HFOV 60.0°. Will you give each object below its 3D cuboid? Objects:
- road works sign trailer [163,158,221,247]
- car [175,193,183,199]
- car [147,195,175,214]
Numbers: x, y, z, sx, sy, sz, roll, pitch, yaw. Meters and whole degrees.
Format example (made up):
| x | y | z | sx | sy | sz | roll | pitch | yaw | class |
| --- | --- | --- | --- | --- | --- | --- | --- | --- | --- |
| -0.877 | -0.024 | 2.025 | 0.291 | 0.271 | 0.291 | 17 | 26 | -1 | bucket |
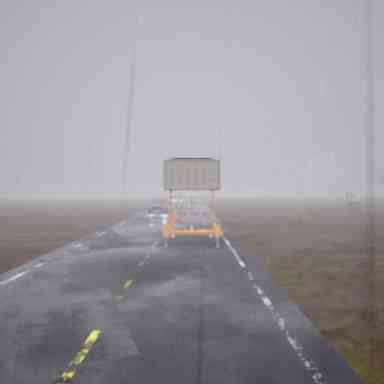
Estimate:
| x | y | z | sx | sy | sz | roll | pitch | yaw | class |
| --- | --- | --- | --- | --- | --- | --- | --- | --- | --- |
| -0.003 | 0.337 | 14.289 | 2.380 | 3.560 | 2.880 | 0 | 1 | 0 | road works sign trailer |
| -3.014 | 0.868 | 73.523 | 1.895 | 1.301 | 4.718 | 0 | 1 | 0 | car |
| -3.104 | 1.263 | 32.109 | 2.033 | 1.411 | 5.357 | 0 | 0 | 0 | car |
